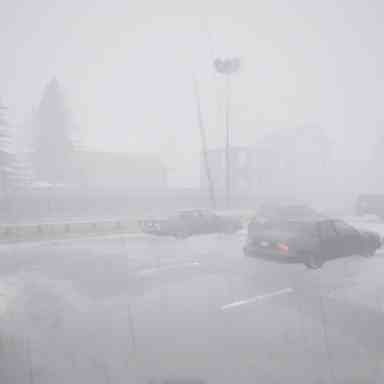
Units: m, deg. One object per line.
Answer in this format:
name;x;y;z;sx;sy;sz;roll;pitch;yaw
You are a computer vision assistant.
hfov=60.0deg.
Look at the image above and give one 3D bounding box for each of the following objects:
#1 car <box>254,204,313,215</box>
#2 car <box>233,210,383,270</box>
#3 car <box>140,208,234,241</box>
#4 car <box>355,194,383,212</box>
car;4.805;1.330;15.771;4.553;1.767;2.097;0;0;-36
car;4.120;1.531;10.981;5.357;1.411;2.033;0;0;-36
car;0.117;1.531;16.727;5.357;1.411;2.033;0;0;-35
car;15.946;1.172;28.016;5.566;2.045;2.150;0;0;-35
